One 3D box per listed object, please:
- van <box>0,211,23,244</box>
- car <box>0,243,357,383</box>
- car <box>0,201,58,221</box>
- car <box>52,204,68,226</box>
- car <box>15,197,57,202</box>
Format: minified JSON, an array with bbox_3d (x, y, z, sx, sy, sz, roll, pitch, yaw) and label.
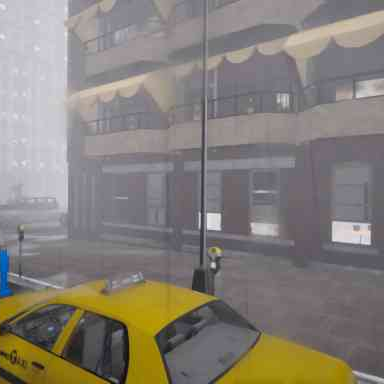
[{"bbox_3d":[-5.317,1.339,6.663,3.998,1.788,1.690,0,1,36],"label":"van"},{"bbox_3d":[-0.897,1.525,3.506,4.829,1.417,1.752,0,1,36],"label":"car"},{"bbox_3d":[-12.401,1.653,25.546,1.895,1.301,4.718,1,0,36],"label":"car"},{"bbox_3d":[-6.952,1.685,23.209,1.887,1.381,4.507,1,0,36],"label":"car"},{"bbox_3d":[-13.735,1.338,28.124,2.192,1.841,5.009,1,0,36],"label":"car"}]
